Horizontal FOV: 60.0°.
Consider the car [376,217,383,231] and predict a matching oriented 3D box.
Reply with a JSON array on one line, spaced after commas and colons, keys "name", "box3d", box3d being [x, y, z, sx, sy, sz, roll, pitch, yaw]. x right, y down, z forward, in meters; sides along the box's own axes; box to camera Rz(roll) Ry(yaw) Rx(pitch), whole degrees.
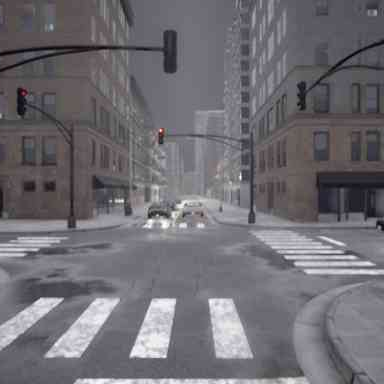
[{"name": "car", "box3d": [12.362, 1.559, 18.071, 4.313, 1.339, 1.947, 0, 0, 0]}]

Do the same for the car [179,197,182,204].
[{"name": "car", "box3d": [-2.811, 1.541, 59.598, 1.837, 1.490, 4.892, 0, -1, 1]}]

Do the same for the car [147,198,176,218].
[{"name": "car", "box3d": [-2.859, 1.549, 30.162, 2.033, 1.411, 5.357, 0, 0, 0]}]

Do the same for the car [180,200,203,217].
[{"name": "car", "box3d": [0.091, 1.603, 31.901, 1.895, 1.301, 4.718, 0, 0, 0]}]

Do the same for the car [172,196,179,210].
[{"name": "car", "box3d": [-2.857, 1.514, 40.382, 1.837, 1.490, 4.892, 0, 0, 0]}]
